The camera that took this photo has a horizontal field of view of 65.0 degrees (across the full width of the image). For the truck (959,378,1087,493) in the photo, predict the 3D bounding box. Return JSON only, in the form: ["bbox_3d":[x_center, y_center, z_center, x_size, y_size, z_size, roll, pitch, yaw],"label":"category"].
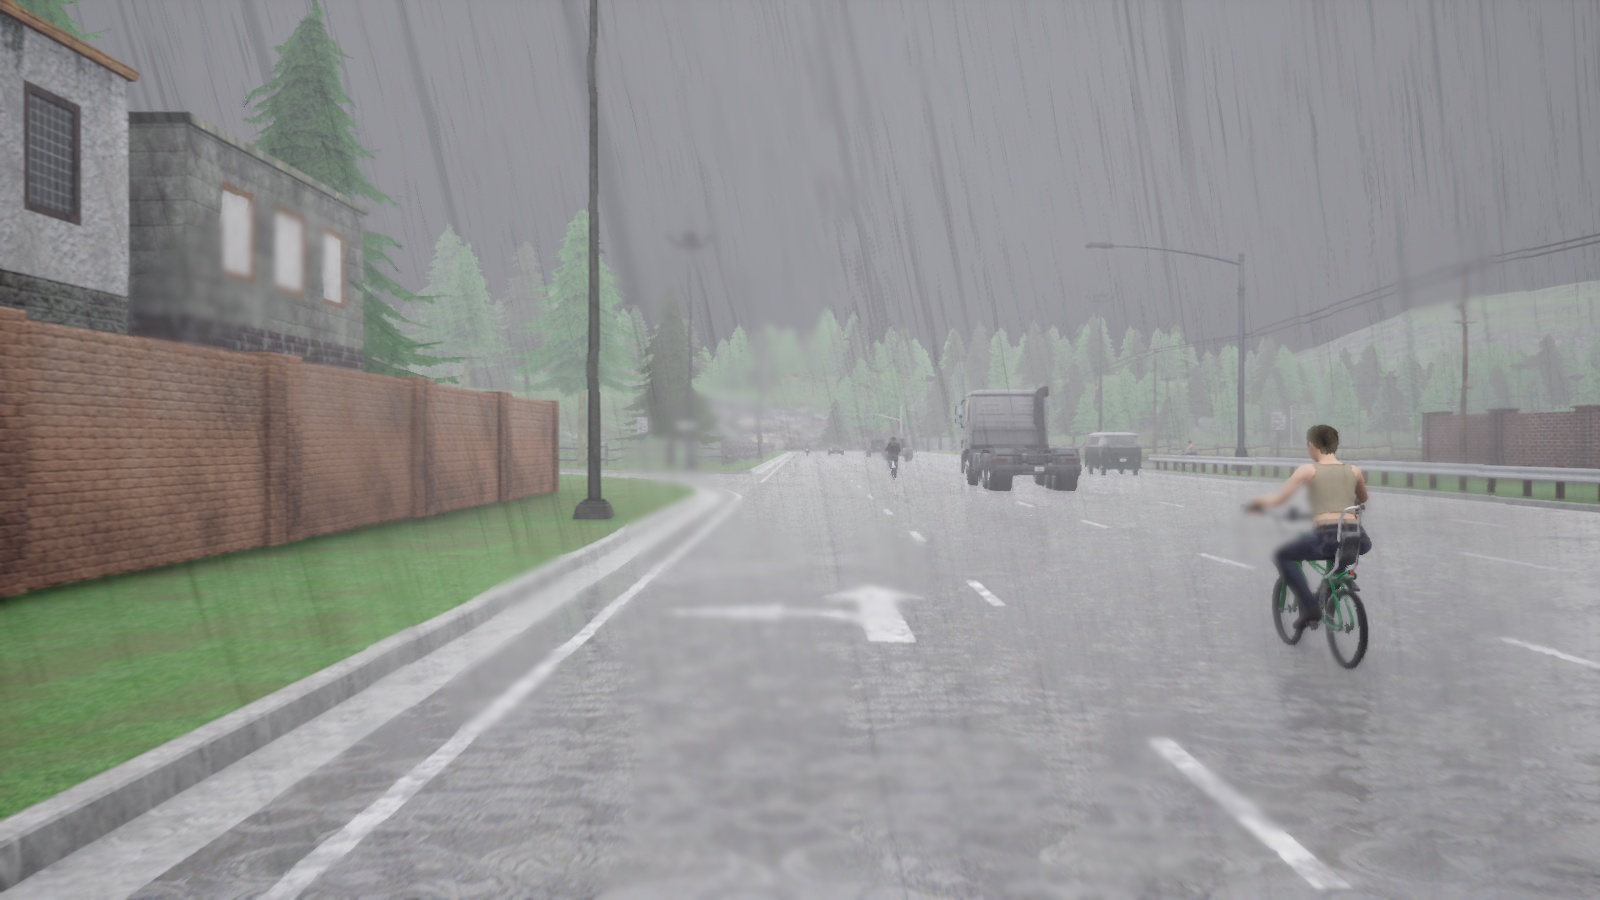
[{"bbox_3d":[7.254,-0.466,41.919,2.891,3.462,7.936,0,0,0],"label":"truck"}]

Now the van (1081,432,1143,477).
[{"bbox_3d":[14.344,0.187,57.886,1.775,1.987,4.442,0,1,0],"label":"van"}]

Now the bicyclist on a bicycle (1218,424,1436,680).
[{"bbox_3d":[3.569,0.637,8.657,0.866,1.612,1.509,0,0,0],"label":"bicyclist on a bicycle"}]
